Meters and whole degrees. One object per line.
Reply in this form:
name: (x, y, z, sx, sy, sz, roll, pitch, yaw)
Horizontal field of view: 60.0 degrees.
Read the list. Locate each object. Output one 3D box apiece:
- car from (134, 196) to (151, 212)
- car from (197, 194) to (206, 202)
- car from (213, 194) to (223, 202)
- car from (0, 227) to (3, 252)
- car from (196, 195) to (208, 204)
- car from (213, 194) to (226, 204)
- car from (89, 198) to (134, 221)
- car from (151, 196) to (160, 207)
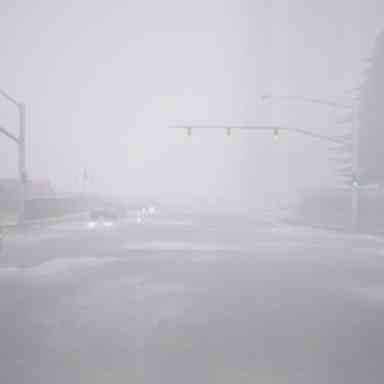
car: (-6.058, 1.340, 36.478, 1.812, 1.442, 4.674, 0, 0, 2)
car: (2.059, 1.274, 71.049, 1.812, 1.442, 4.674, 0, 0, 2)
car: (5.557, 1.253, 70.899, 1.882, 1.535, 5.008, 0, 0, 2)
car: (-8.485, 1.402, 11.054, 5.008, 1.535, 1.882, 1, -1, 28)
car: (1.779, 1.271, 58.216, 1.882, 1.535, 5.008, 0, 0, 2)
car: (5.251, 1.358, 60.610, 2.033, 1.411, 5.357, 0, 0, 2)
car: (-6.371, 1.396, 26.237, 2.033, 1.411, 5.357, 0, 0, 2)
car: (-5.681, 1.271, 46.900, 2.128, 1.511, 4.902, 0, 0, 2)
